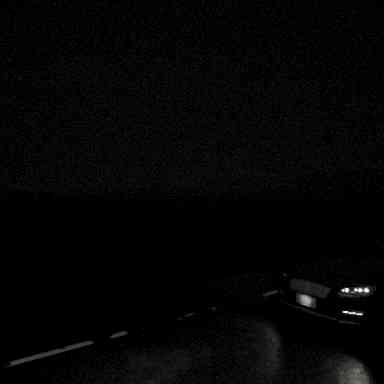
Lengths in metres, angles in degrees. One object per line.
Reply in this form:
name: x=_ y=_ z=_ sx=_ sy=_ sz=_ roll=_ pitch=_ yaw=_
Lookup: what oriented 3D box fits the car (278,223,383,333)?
car: x=3.798 y=1.434 z=6.685 sx=4.902 sy=1.511 sz=2.128 roll=-1 pitch=0 yaw=-35
